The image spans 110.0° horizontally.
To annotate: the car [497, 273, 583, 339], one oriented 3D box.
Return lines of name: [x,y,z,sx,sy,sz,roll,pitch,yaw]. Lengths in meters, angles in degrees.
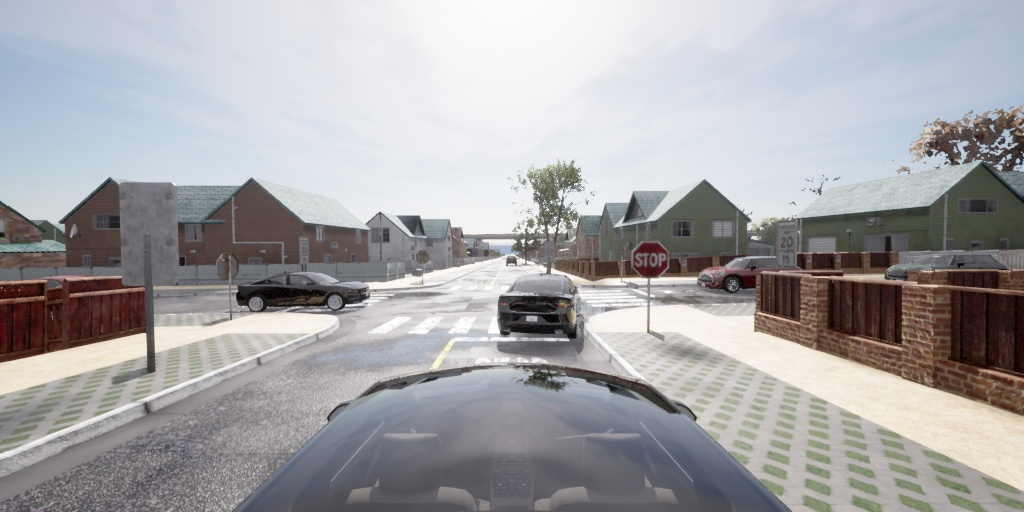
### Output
car: [0.947,1.224,10.279,1.882,1.535,5.008,0,0,12]

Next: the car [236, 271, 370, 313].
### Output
car: [-8.485,1.376,14.794,5.008,1.535,1.882,-1,2,0]

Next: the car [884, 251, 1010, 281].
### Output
car: [21.681,0.646,17.985,4.553,1.767,2.097,-1,2,0]

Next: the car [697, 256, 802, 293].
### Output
car: [11.787,0.820,17.902,4.553,1.767,2.097,-1,2,0]

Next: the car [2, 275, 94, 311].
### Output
car: [-18.037,1.546,14.719,5.008,1.535,1.882,-1,2,0]
